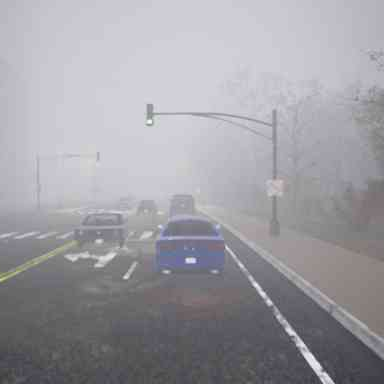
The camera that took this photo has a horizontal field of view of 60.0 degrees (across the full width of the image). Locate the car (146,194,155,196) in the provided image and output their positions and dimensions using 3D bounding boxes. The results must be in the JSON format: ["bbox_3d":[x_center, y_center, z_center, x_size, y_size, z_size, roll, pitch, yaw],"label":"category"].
[{"bbox_3d":[-8.860,1.338,72.615,1.882,1.535,5.008,0,0,-9],"label":"car"}]

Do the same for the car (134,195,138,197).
[{"bbox_3d":[-9.354,1.272,50.195,2.097,1.767,4.553,0,0,-6],"label":"car"}]

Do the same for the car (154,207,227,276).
[{"bbox_3d":[-0.081,1.464,10.347,1.882,1.535,5.008,0,0,-1],"label":"car"}]

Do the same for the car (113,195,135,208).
[{"bbox_3d":[-8.509,1.465,41.271,1.812,1.442,4.674,0,0,-5],"label":"car"}]

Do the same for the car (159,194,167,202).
[{"bbox_3d":[-5.706,1.333,73.480,1.882,1.535,5.008,0,0,-9],"label":"car"}]

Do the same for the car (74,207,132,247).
[{"bbox_3d":[-3.861,1.583,14.934,1.895,1.301,4.718,0,0,-8],"label":"car"}]

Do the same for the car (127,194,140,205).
[{"bbox_3d":[-10.267,1.253,58.746,2.097,1.767,4.553,0,0,-6],"label":"car"}]

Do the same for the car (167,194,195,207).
[{"bbox_3d":[-0.912,1.180,29.623,2.150,2.045,5.566,0,0,-4],"label":"car"}]

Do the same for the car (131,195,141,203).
[{"bbox_3d":[-11.550,1.427,68.559,1.994,1.385,4.181,0,0,-8],"label":"car"}]

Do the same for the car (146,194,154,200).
[{"bbox_3d":[-10.526,1.223,82.943,1.994,1.385,4.181,0,0,-9],"label":"car"}]

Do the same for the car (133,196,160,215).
[{"bbox_3d":[-4.409,1.458,33.093,1.837,1.490,4.892,0,0,-4],"label":"car"}]

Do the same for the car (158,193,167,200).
[{"bbox_3d":[-7.320,1.144,83.477,1.882,1.535,5.008,0,0,-9],"label":"car"}]
